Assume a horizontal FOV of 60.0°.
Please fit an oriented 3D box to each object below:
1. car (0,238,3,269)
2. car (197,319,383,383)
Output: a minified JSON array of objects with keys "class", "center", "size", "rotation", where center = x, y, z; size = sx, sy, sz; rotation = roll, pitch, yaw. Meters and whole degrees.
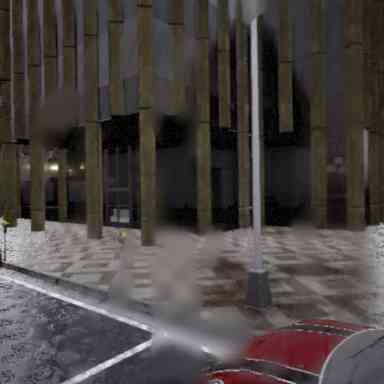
[{"class":"car","center":[-6.894,1.397,8.881],"size":[5.009,1.841,2.192],"rotation":[-1,0,39]},{"class":"car","center":[1.808,1.399,1.770],"size":[4.097,1.590,1.967],"rotation":[-1,0,39]}]
